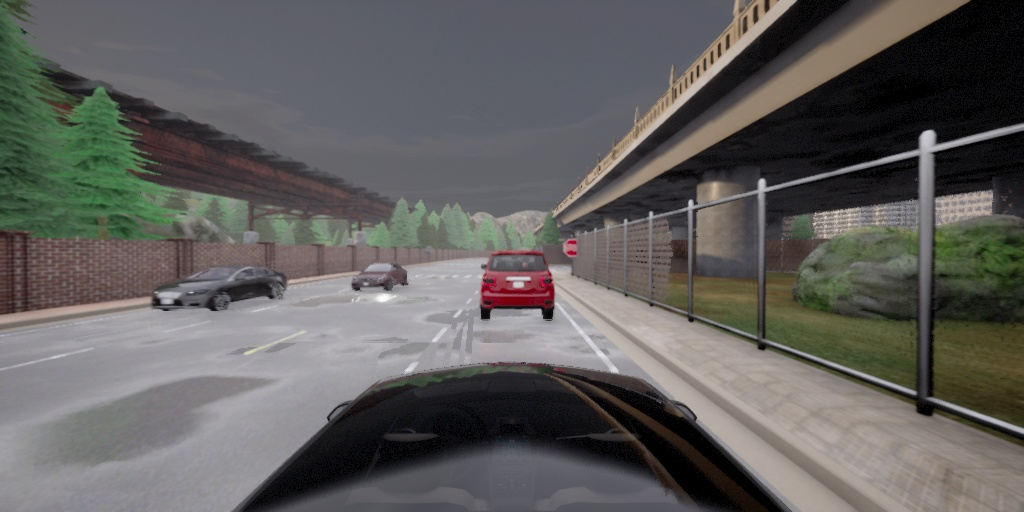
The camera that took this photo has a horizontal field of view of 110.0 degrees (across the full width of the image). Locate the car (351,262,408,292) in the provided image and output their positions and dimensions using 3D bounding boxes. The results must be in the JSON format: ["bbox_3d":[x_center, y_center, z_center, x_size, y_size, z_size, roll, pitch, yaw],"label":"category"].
[{"bbox_3d":[-7.079,1.069,19.721,1.812,1.442,4.674,0,0,0],"label":"car"}]

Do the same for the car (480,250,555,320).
[{"bbox_3d":[0.103,0.847,12.175,2.150,2.045,5.566,0,0,-2],"label":"car"}]

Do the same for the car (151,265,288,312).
[{"bbox_3d":[-10.599,1.106,13.480,2.128,1.511,4.902,0,1,0],"label":"car"}]
